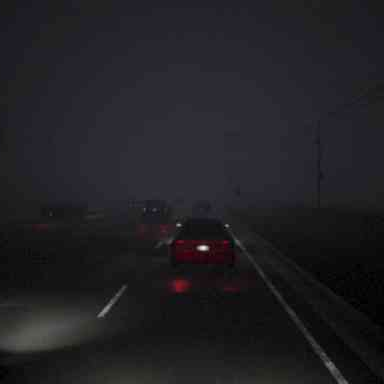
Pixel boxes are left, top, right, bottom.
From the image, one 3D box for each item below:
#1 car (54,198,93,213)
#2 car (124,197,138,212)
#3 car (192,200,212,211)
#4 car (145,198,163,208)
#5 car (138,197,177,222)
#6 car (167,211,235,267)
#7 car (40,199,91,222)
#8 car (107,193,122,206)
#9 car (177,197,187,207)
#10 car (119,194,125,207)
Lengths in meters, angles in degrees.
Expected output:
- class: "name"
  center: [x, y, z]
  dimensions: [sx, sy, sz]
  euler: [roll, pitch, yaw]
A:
- class: "car"
  center: [-12.907, 1.447, 36.665]
  dimensions: [2.033, 1.411, 5.357]
  euler: [1, 0, 4]
- class: "car"
  center: [-5.950, 1.536, 38.209]
  dimensions: [2.033, 1.411, 5.357]
  euler: [1, 0, 2]
- class: "car"
  center: [1.069, 1.549, 35.305]
  dimensions: [1.882, 1.535, 5.008]
  euler: [1, 0, 2]
- class: "car"
  center: [-5.613, 1.576, 49.553]
  dimensions: [1.994, 1.385, 4.181]
  euler: [1, 0, 2]
- class: "car"
  center: [-2.683, 1.362, 26.607]
  dimensions: [2.097, 1.767, 4.553]
  euler: [1, 0, 2]
- class: "car"
  center: [0.380, 1.588, 11.570]
  dimensions: [1.994, 1.385, 4.181]
  euler: [1, 0, 2]
- class: "car"
  center: [-9.719, 1.398, 25.480]
  dimensions: [1.882, 1.535, 5.008]
  euler: [1, 0, 2]
- class: "car"
  center: [-12.369, 1.158, 54.662]
  dimensions: [2.150, 2.045, 5.566]
  euler: [1, 0, 2]
- class: "car"
  center: [-1.959, 1.566, 51.616]
  dimensions: [1.837, 1.490, 4.892]
  euler: [1, 0, 2]
- class: "car"
  center: [-9.007, 1.447, 49.999]
  dimensions: [1.882, 1.535, 5.008]
  euler: [1, 0, 2]
